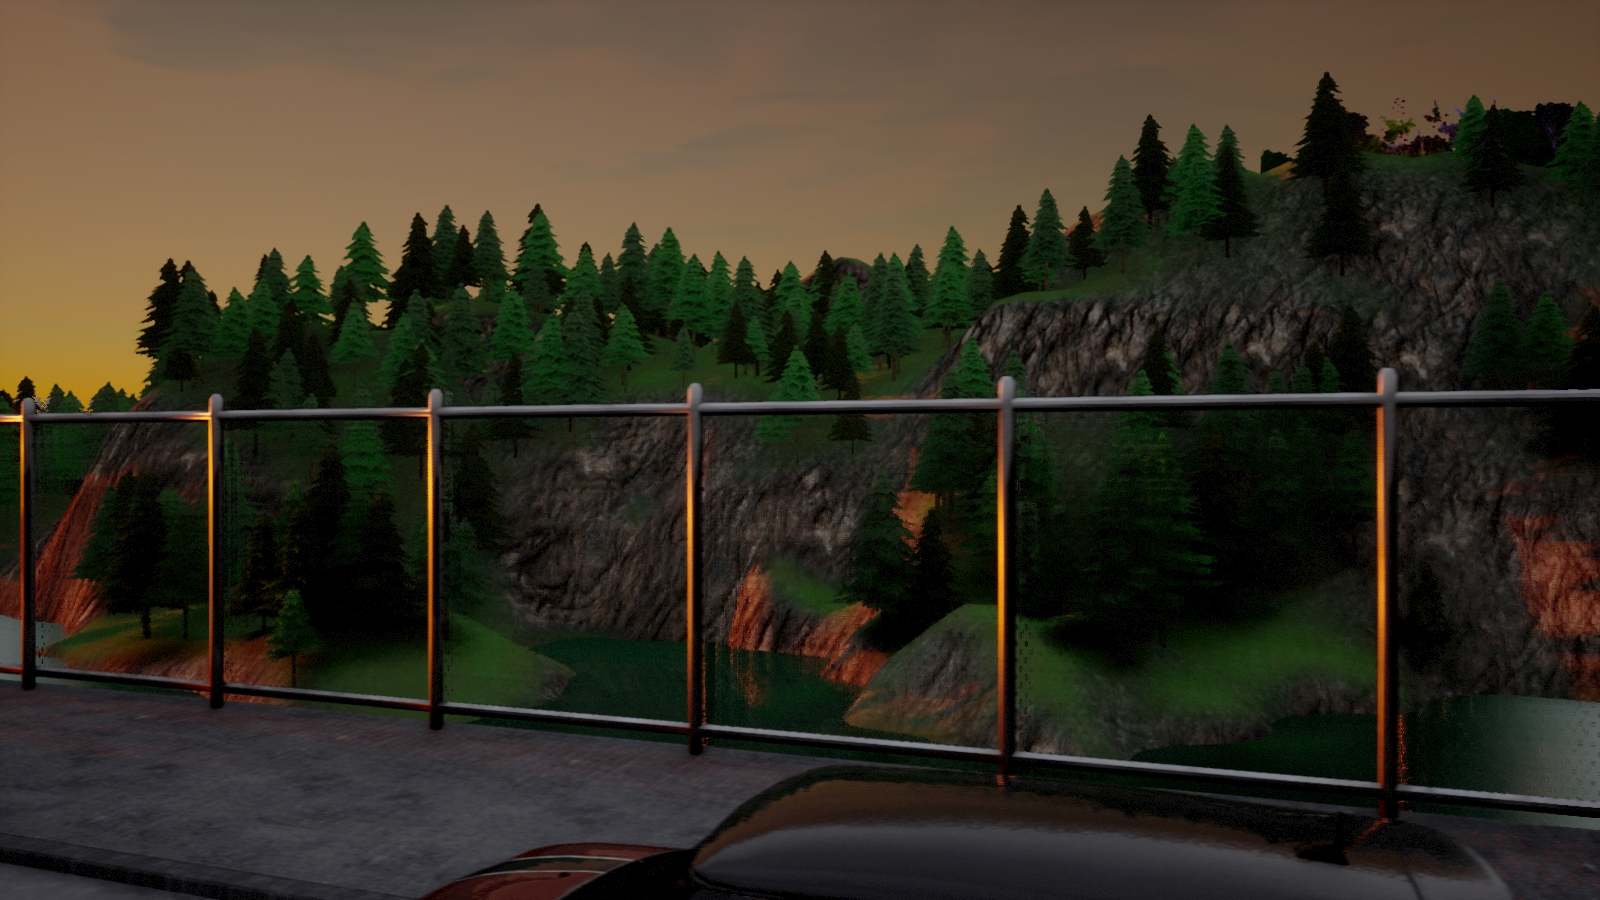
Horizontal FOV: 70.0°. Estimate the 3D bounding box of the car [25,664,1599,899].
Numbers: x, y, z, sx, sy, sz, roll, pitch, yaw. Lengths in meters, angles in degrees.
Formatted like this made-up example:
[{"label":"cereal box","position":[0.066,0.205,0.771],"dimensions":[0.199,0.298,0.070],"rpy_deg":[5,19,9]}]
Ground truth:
[{"label":"car","position":[0.127,1.907,3.724],"dimensions":[4.553,1.767,2.097],"rpy_deg":[0,0,19]}]
